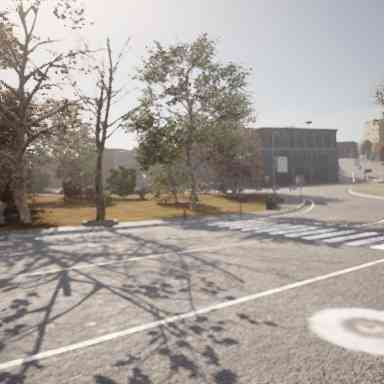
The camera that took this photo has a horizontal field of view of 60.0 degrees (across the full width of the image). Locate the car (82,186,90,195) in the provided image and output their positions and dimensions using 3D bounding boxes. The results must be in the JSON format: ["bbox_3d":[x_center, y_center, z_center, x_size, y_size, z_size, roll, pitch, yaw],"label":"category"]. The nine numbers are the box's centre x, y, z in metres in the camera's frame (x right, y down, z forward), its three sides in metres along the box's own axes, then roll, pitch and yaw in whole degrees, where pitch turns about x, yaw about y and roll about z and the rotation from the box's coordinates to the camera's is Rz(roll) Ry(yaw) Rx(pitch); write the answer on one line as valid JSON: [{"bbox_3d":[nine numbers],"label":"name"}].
[{"bbox_3d":[-21.693,-0.265,72.279,2.435,2.045,5.566,-1,3,18],"label":"car"}]

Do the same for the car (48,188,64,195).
[{"bbox_3d":[-31.069,-0.080,79.511,1.946,1.575,5.366,0,3,19],"label":"car"}]

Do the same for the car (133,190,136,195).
[{"bbox_3d":[-9.863,-0.269,63.276,2.185,1.767,4.553,-2,2,17],"label":"car"}]

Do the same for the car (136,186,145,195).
[{"bbox_3d":[-7.472,-0.451,61.559,2.435,2.045,5.566,-2,2,16],"label":"car"}]

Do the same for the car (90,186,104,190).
[{"bbox_3d":[-19.331,0.011,70.470,2.163,1.488,4.792,-1,3,17],"label":"car"}]

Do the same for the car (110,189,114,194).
[{"bbox_3d":[-14.607,-0.313,66.904,2.435,2.045,5.566,-2,2,17],"label":"car"}]

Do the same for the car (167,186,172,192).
[{"bbox_3d":[-5.086,-0.504,59.736,2.435,2.045,5.566,-2,2,16],"label":"car"}]

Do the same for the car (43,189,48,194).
[{"bbox_3d":[-33.318,-0.114,81.556,2.097,1.535,5.008,0,3,19],"label":"car"}]
